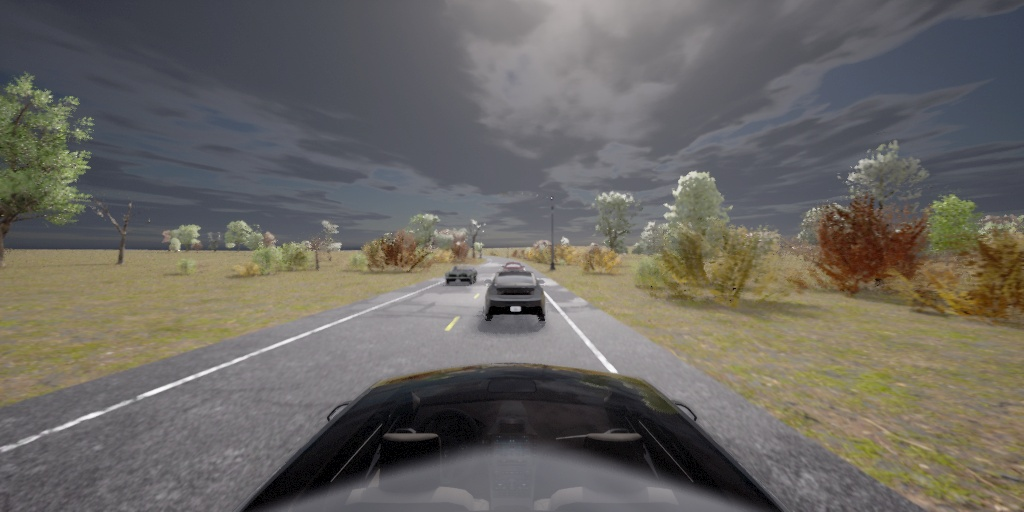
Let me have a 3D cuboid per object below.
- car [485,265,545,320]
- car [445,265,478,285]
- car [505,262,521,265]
[{"bbox_3d":[0.094,1.246,12.555,1.837,1.490,4.892,0,0,0],"label":"car"},{"bbox_3d":[-3.568,1.323,25.886,1.895,1.301,4.718,0,0,0],"label":"car"},{"bbox_3d":[0.103,1.238,30.622,1.812,1.442,4.674,0,0,0],"label":"car"}]
